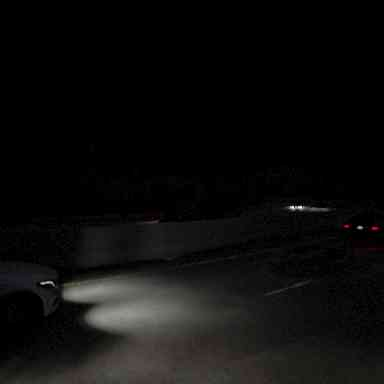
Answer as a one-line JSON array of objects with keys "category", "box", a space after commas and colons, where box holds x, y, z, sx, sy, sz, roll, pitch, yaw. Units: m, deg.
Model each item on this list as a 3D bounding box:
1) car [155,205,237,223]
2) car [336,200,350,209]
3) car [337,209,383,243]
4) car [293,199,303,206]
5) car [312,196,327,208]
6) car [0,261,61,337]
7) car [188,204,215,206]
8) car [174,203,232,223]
[{"category": "car", "box": [0.354, 1.654, 18.166, 5.357, 1.411, 2.033, 1, 0, -43]}, {"category": "car", "box": [23.230, 1.949, 51.121, 1.812, 1.442, 4.674, 0, 0, 23]}, {"category": "car", "box": [9.385, 1.697, 16.973, 2.033, 1.411, 5.357, 0, 0, 44]}, {"category": "car", "box": [20.343, 2.079, 63.871, 1.895, 1.301, 4.718, 0, 0, 17]}, {"category": "car", "box": [21.982, 1.674, 57.482, 2.150, 2.045, 5.566, 0, 0, 20]}, {"category": "car", "box": [-4.462, 1.529, 4.998, 4.674, 1.442, 1.812, 0, 0, -35]}, {"category": "car", "box": [0.220, 1.611, 22.953, 1.882, 1.535, 5.008, 0, 0, 45]}, {"category": "car", "box": [1.050, 1.719, 28.822, 2.033, 1.411, 5.357, 0, 0, 42]}]
